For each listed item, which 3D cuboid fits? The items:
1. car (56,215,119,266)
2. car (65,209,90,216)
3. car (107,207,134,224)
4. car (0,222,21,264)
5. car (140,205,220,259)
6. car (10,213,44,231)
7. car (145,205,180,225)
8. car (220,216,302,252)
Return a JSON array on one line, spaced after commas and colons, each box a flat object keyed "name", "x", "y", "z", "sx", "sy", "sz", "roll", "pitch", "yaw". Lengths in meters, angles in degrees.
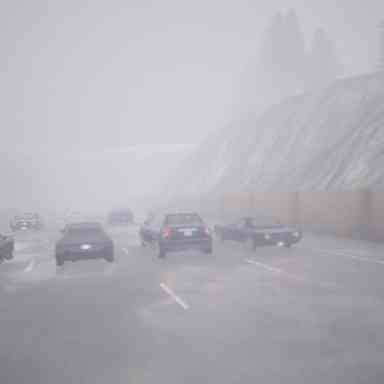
[{"name": "car", "x": -4.223, "y": 1.847, "z": 13.057, "sx": 1.994, "sy": 1.385, "sz": 4.181, "roll": -1, "pitch": -1, "yaw": -19}, {"name": "car", "x": -9.503, "y": 2.135, "z": 27.617, "sx": 1.812, "sy": 1.442, "sz": 4.674, "roll": -1, "pitch": -1, "yaw": -19}, {"name": "car", "x": -6.379, "y": 2.024, "z": 29.270, "sx": 1.882, "sy": 1.535, "sz": 5.008, "roll": -1, "pitch": 0, "yaw": -19}, {"name": "car", "x": -7.241, "y": 1.939, "z": 11.091, "sx": 1.895, "sy": 1.301, "sz": 4.718, "roll": -1, "pitch": -1, "yaw": -19}, {"name": "car", "x": -0.841, "y": 1.554, "z": 13.974, "sx": 2.097, "sy": 1.767, "sz": 4.553, "roll": -1, "pitch": -1, "yaw": -19}, {"name": "car", "x": -12.355, "y": 2.256, "z": 25.181, "sx": 1.895, "sy": 1.301, "sz": 4.718, "roll": -1, "pitch": -1, "yaw": -19}, {"name": "car", "x": -2.700, "y": 1.955, "z": 29.367, "sx": 1.837, "sy": 1.490, "sz": 4.892, "roll": -1, "pitch": 0, "yaw": -19}, {"name": "car", "x": 2.627, "y": 1.719, "z": 14.671, "sx": 1.895, "sy": 1.301, "sz": 4.718, "roll": -1, "pitch": -1, "yaw": -19}]
